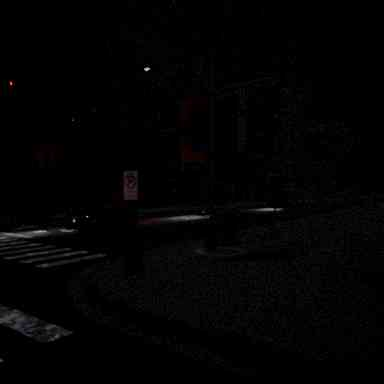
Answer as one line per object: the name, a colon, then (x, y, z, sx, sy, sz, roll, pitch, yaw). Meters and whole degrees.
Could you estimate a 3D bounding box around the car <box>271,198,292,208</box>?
car: (13.241, 1.579, 49.111, 2.128, 1.511, 4.902, 0, 0, 36)

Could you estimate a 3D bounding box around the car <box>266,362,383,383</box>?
car: (2.199, 1.551, 1.278, 4.403, 1.369, 2.008, 0, 0, 36)

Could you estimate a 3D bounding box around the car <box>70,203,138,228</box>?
car: (-5.780, 1.508, 22.332, 2.128, 1.511, 4.902, 0, 0, 36)

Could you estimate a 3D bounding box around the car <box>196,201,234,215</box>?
car: (2.403, 1.643, 33.916, 1.895, 1.301, 4.718, 0, 0, 35)
